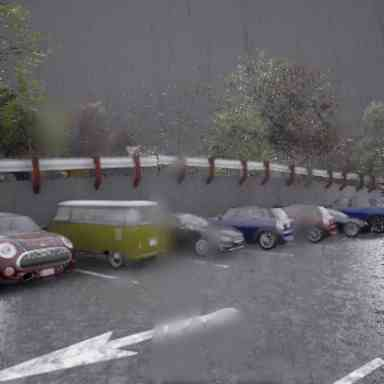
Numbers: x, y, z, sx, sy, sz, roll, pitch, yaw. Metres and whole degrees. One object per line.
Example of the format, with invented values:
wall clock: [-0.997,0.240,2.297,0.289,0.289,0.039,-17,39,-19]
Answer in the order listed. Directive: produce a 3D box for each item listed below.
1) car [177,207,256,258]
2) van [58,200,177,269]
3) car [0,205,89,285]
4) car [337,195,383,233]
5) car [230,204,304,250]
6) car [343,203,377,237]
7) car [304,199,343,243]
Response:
car: [-0.367,1.491,12.763,4.892,1.521,2.231,-1,-1,34]
van: [-2.924,1.264,11.066,4.442,1.987,1.878,-1,-1,34]
car: [-5.308,1.362,9.271,4.553,1.767,2.185,-1,-1,34]
car: [9.450,1.242,19.796,5.566,2.045,2.435,-1,0,34]
car: [2.117,1.365,14.482,4.553,1.767,2.185,-1,-1,35]
car: [7.042,1.521,18.003,4.792,1.488,2.163,-1,-1,35]
car: [4.578,1.366,16.249,4.553,1.767,2.185,-1,-1,34]
